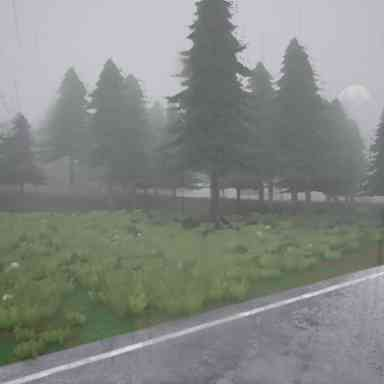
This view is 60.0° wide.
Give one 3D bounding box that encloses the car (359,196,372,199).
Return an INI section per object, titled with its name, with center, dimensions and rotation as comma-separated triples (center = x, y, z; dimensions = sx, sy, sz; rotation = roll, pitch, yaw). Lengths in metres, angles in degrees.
[car]
center = 34.346, 1.575, 66.311
dimensions = 3.988, 1.617, 1.851
rotation = 0, 0, -36
